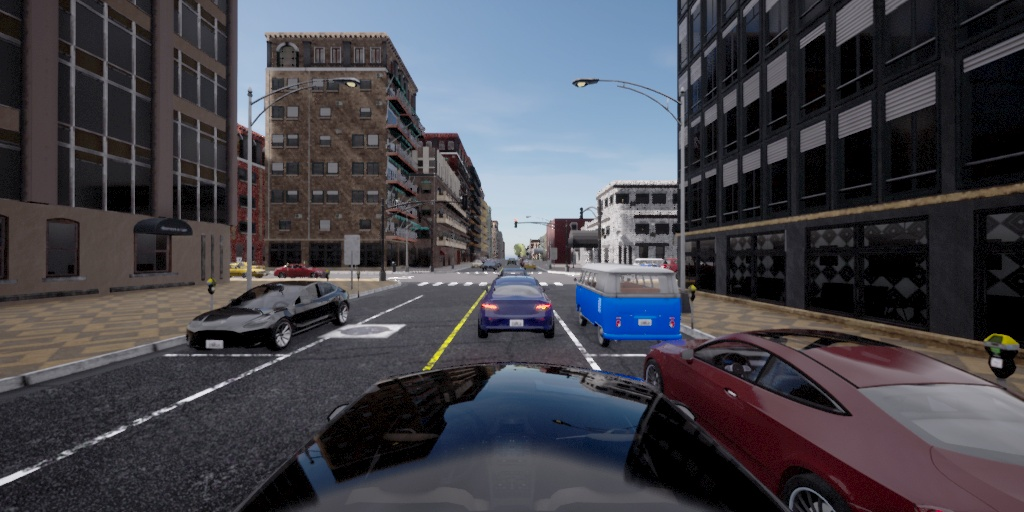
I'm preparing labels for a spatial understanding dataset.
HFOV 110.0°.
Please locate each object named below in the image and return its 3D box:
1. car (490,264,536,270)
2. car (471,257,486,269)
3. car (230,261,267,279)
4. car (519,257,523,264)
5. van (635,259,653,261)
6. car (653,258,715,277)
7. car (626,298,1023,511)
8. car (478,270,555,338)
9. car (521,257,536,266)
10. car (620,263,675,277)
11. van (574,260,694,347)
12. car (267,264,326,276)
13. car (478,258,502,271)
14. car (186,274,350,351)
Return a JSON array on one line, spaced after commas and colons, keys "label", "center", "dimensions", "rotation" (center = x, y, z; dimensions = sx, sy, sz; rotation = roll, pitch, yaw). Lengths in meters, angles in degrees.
[{"label": "car", "center": [0.090, 1.314, 18.462], "dimensions": [1.994, 1.385, 4.181], "rotation": [0, 0, 0]}, {"label": "car", "center": [-5.698, 1.305, 59.164], "dimensions": [1.751, 1.417, 4.829], "rotation": [0, 0, 0]}, {"label": "car", "center": [-22.963, 1.210, 29.801], "dimensions": [4.829, 1.417, 1.751], "rotation": [0, 0, 0]}, {"label": "car", "center": [2.683, 1.368, 64.875], "dimensions": [1.802, 1.307, 4.207], "rotation": [0, 0, 0]}, {"label": "van", "center": [14.893, 1.167, 38.276], "dimensions": [3.998, 1.789, 1.690], "rotation": [0, 0, 0]}, {"label": "car", "center": [14.916, 1.101, 29.896], "dimensions": [5.009, 1.841, 2.192], "rotation": [0, 0, 0]}, {"label": "car", "center": [2.657, 1.332, 3.321], "dimensions": [1.802, 1.307, 4.207], "rotation": [0, 0, 0]}, {"label": "car", "center": [0.100, 1.275, 10.010], "dimensions": [1.812, 1.442, 4.674], "rotation": [0, 0, 0]}, {"label": "car", "center": [2.684, 1.299, 53.967], "dimensions": [1.751, 1.417, 4.829], "rotation": [0, 0, 0]}, {"label": "car", "center": [13.398, 1.410, 35.706], "dimensions": [4.718, 1.301, 1.895], "rotation": [0, 0, 1]}, {"label": "van", "center": [2.656, 1.090, 9.010], "dimensions": [1.690, 1.789, 3.998], "rotation": [0, 0, 0]}, {"label": "car", "center": [-17.471, 1.278, 29.815], "dimensions": [4.207, 1.307, 1.802], "rotation": [0, 0, 0]}, {"label": "car", "center": [-3.067, 1.318, 50.642], "dimensions": [2.033, 1.411, 5.357], "rotation": [0, 0, 3]}, {"label": "car", "center": [-5.691, 1.315, 9.035], "dimensions": [1.948, 1.339, 4.313], "rotation": [0, 0, 0]}]
